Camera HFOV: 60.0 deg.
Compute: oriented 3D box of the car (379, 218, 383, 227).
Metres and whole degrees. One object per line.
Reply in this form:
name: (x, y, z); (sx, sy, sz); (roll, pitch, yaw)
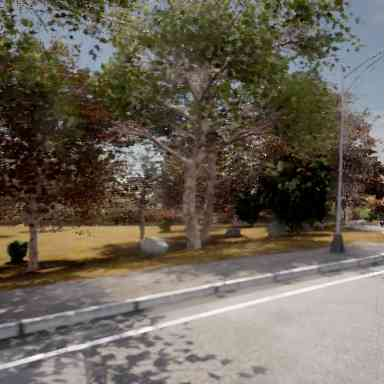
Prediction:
car: (25.188, 3.695, 41.454); (4.892, 1.490, 1.837); (5, -4, -36)
